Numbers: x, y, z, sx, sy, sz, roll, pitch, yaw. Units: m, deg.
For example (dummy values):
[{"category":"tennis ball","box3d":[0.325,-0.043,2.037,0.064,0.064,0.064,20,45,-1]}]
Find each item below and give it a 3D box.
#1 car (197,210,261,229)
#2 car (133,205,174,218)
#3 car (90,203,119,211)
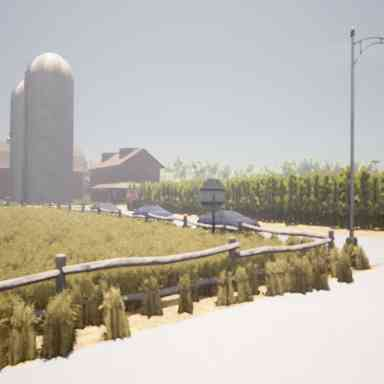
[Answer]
[{"category":"car","box3d":[2.076,1.789,19.599,1.994,1.385,4.181,1,-1,-36]},{"category":"car","box3d":[-3.185,1.800,26.950,1.812,1.442,4.674,1,-1,-35]},{"category":"car","box3d":[-9.319,1.841,35.558,2.033,1.411,5.357,1,0,-35]}]
